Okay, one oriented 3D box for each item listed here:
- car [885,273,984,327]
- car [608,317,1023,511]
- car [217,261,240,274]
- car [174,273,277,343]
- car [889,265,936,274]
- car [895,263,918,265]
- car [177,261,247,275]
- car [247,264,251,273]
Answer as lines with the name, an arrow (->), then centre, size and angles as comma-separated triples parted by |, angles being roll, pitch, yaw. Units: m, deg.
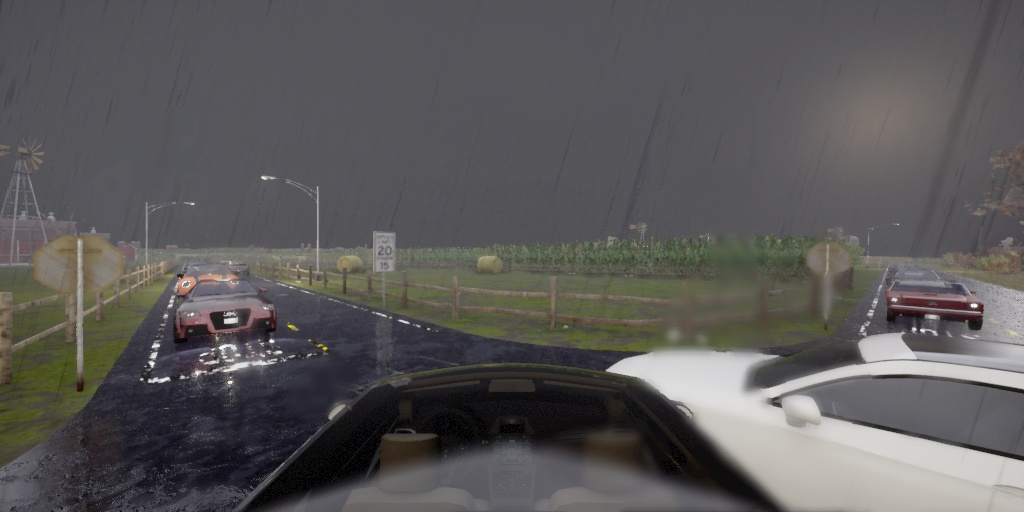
car -> 13.436, 1.403, 11.599 | 4.718, 1.301, 1.895 | 0, 1, -43
car -> 2.825, 1.294, 2.458 | 1.812, 1.442, 4.674 | 0, 1, -44
car -> -34.017, 1.315, 42.945 | 1.837, 1.490, 4.892 | 0, 0, -42
car -> -8.011, 1.357, 9.965 | 1.994, 1.385, 4.181 | 0, 0, -43
car -> 20.465, 1.370, 18.215 | 5.357, 1.411, 2.033 | 0, 1, -43
car -> 27.173, 1.411, 24.519 | 4.181, 1.385, 1.994 | 0, 1, -43
car -> -13.834, 1.144, 16.406 | 2.097, 1.767, 4.553 | 0, 0, -42
car -> -27.241, 1.292, 35.537 | 2.128, 1.511, 4.902 | 0, 0, -42
